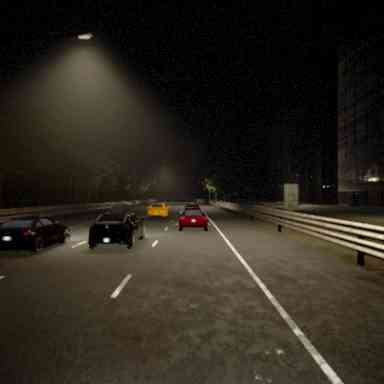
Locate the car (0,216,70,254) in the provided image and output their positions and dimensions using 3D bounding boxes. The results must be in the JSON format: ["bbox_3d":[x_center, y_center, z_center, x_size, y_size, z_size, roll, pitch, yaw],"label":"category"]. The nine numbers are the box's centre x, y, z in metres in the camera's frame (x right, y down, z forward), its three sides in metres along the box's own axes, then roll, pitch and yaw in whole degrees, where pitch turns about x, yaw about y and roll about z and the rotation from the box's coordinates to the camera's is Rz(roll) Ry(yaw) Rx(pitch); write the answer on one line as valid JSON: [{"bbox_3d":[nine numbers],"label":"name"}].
[{"bbox_3d":[-6.900,1.734,14.430,1.994,1.385,4.181,0,-1,0],"label":"car"}]

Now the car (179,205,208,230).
[{"bbox_3d":[0.095,1.847,23.344,1.994,1.385,4.181,0,-1,0],"label":"car"}]

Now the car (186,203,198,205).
[{"bbox_3d":[0.033,2.014,40.134,2.128,1.511,4.902,0,-1,0],"label":"car"}]

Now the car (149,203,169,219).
[{"bbox_3d":[-3.431,1.912,34.187,1.882,1.535,5.008,0,-1,0],"label":"car"}]

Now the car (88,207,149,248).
[{"bbox_3d":[-3.401,1.690,15.636,1.837,1.490,4.892,0,-1,0],"label":"car"}]

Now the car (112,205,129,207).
[{"bbox_3d":[-6.921,1.955,32.332,2.033,1.411,5.357,0,-1,0],"label":"car"}]
